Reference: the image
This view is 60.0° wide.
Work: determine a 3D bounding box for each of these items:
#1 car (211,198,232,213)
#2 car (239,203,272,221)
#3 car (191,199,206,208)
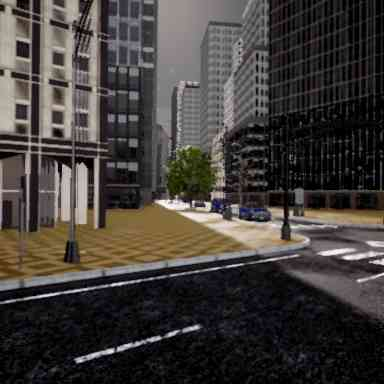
[{"bbox_3d":[4.072,1.886,46.997,2.150,2.045,5.566,1,-1,-7],"label":"car"},{"bbox_3d":[5.997,1.812,31.963,2.097,1.767,4.553,1,-1,-7],"label":"car"},{"bbox_3d":[1.581,2.494,67.085,2.033,1.411,5.357,1,-1,-7],"label":"car"}]
